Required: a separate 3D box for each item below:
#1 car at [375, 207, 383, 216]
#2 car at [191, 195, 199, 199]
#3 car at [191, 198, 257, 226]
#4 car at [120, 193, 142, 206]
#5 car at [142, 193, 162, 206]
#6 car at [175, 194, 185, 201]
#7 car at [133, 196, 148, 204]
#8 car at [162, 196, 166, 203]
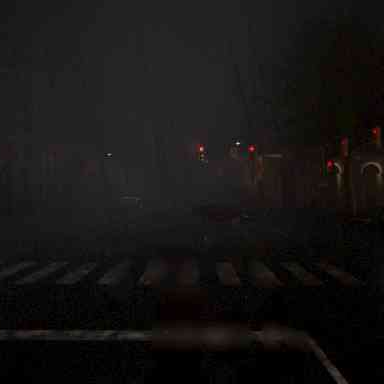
[{"bbox_3d":[18.598,1.526,29.145,4.674,1.442,1.812,0,0,1],"label":"car"},{"bbox_3d":[0.727,1.450,78.573,2.128,1.511,4.902,0,0,1],"label":"car"},{"bbox_3d":[2.220,1.478,23.863,5.008,1.535,1.882,0,1,39],"label":"car"},{"bbox_3d":[-10.210,1.222,54.839,2.150,2.045,5.566,0,0,0],"label":"car"},{"bbox_3d":[-6.703,1.221,56.252,2.150,2.045,5.566,0,0,-1],"label":"car"},{"bbox_3d":[-2.773,1.279,78.602,2.097,1.767,4.553,0,0,1],"label":"car"},{"bbox_3d":[-10.047,1.547,65.072,2.033,1.411,5.357,0,0,2],"label":"car"},{"bbox_3d":[-6.453,1.492,68.625,2.128,1.511,4.902,0,0,1],"label":"car"}]
